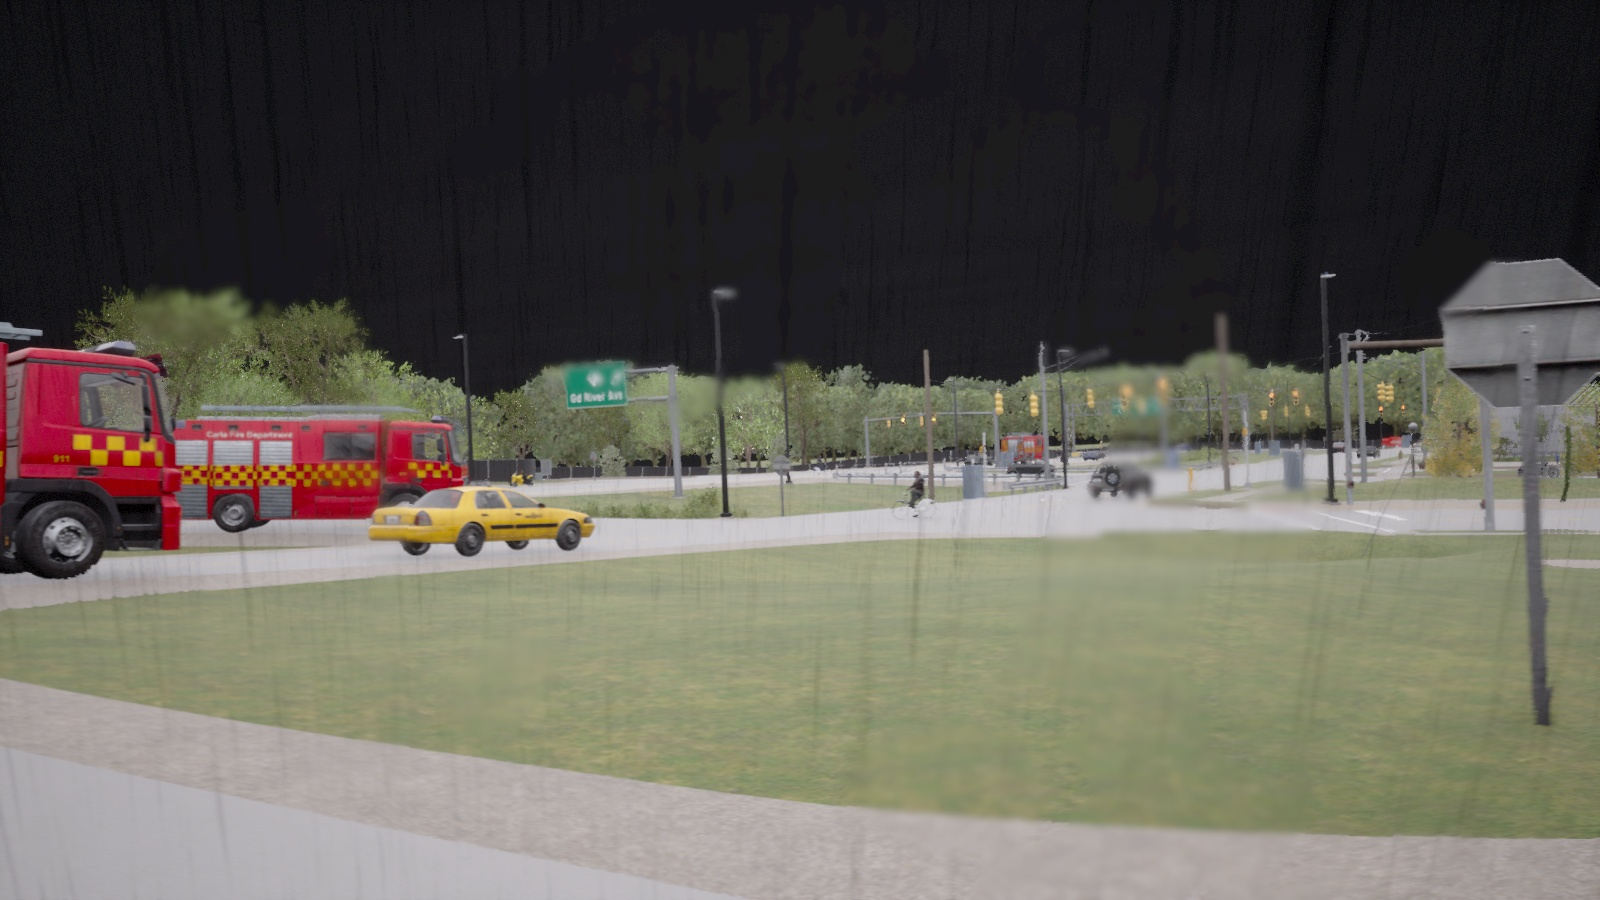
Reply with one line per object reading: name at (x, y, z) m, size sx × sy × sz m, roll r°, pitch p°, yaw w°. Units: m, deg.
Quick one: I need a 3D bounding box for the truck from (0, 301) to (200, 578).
truck at (-13.234, -0.163, 17.222) m, size 2.891 × 3.827 × 8.468 m, roll -3°, pitch -4°, yaw 44°

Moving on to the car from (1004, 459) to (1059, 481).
car at (17.882, 1.538, 96.975) m, size 3.705 × 1.549 × 1.789 m, roll -1°, pitch 1°, yaw 29°

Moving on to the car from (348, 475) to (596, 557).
car at (-6.865, 1.372, 26.974) m, size 1.801 × 1.575 × 5.366 m, roll -2°, pitch -3°, yaw 33°

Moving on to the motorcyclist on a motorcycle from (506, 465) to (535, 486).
motorcyclist on a motorcycle at (-21.506, 1.958, 96.572) m, size 2.044 × 1.523 × 0.797 m, roll -1°, pitch -1°, yaw -45°

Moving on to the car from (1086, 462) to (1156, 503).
car at (15.368, 1.526, 59.918) m, size 1.932 × 1.855 × 4.605 m, roll -2°, pitch -1°, yaw 31°

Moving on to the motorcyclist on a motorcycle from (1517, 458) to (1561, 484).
motorcyclist on a motorcycle at (47.021, 1.328, 79.908) m, size 2.350 × 1.649 × 0.766 m, roll -1°, pitch 1°, yaw 28°

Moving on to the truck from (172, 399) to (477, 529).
truck at (-14.574, 0.447, 39.154) m, size 8.468 × 3.827 × 2.891 m, roll 1°, pitch 1°, yaw -10°

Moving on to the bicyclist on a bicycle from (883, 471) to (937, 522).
bicyclist on a bicycle at (3.980, 1.672, 45.280) m, size 1.843 × 1.776 × 0.659 m, roll 0°, pitch 0°, yaw -26°
